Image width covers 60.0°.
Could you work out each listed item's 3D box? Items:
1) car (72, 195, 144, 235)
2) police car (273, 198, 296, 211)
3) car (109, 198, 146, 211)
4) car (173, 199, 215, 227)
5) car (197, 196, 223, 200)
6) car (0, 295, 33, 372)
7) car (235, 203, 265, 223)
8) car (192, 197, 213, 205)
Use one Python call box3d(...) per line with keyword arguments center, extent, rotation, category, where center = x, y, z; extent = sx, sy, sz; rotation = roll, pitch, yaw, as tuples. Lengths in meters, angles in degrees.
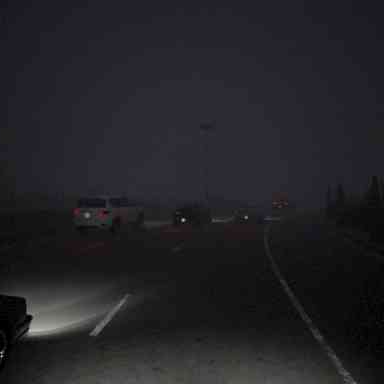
box3d(center=(-4.573, 1.204, 18.956), extent=(2.150, 2.045, 5.566), rotation=(0, 0, 12), category="car")
box3d(center=(11.496, 1.547, 41.010), extent=(2.038, 1.542, 4.974), rotation=(0, 0, 29), category="police car")
box3d(center=(-7.991, 1.522, 41.759), extent=(2.128, 1.511, 4.902), rotation=(0, 0, 25), category="car")
box3d(center=(0.120, 1.499, 23.084), extent=(1.837, 1.490, 4.892), rotation=(0, 0, 16), category="car")
box3d(center=(3.394, 1.446, 54.785), extent=(2.097, 1.767, 4.553), rotation=(0, 0, 34), category="car")
box3d(center=(-3.288, 1.535, 2.284), extent=(2.033, 1.411, 5.357), rotation=(0, 0, 3), category="car")
box3d(center=(4.457, 1.528, 25.285), extent=(1.812, 1.442, 4.674), rotation=(0, 0, 18), category="car")
box3d(center=(2.093, 1.695, 65.012), extent=(1.837, 1.490, 4.892), rotation=(0, 0, 36), category="car")
